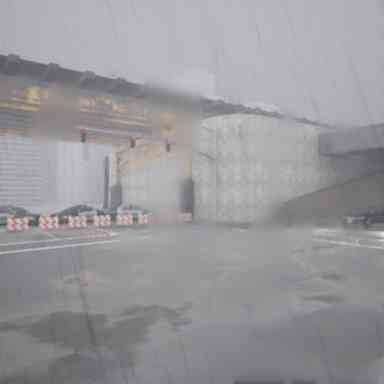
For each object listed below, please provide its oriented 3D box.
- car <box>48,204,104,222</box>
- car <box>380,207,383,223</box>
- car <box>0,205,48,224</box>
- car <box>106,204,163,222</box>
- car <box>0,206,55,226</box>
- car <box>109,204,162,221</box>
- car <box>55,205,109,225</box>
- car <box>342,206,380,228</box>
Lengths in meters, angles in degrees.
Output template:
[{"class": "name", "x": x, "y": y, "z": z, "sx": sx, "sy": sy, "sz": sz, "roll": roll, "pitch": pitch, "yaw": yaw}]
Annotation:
[{"class": "car", "x": -9.262, "y": 1.677, "z": 27.006, "sx": 1.853, "sy": 1.218, "sz": 4.536, "roll": 0, "pitch": -1, "yaw": 21}, {"class": "car", "x": 14.919, "y": 1.854, "z": 22.333, "sx": 4.674, "sy": 1.442, "sz": 1.812, "roll": 1, "pitch": -1, "yaw": -34}, {"class": "car", "x": -13.213, "y": 1.637, "z": 24.484, "sx": 4.536, "sy": 1.218, "sz": 1.853, "roll": 0, "pitch": -1, "yaw": 11}, {"class": "car", "x": -5.177, "y": 1.890, "z": 30.503, "sx": 4.974, "sy": 1.542, "sz": 2.038, "roll": 0, "pitch": -1, "yaw": -4}, {"class": "car", "x": -13.162, "y": 1.794, "z": 24.472, "sx": 4.974, "sy": 1.542, "sz": 2.038, "roll": 0, "pitch": -1, "yaw": 11}, {"class": "car", "x": -5.228, "y": 1.732, "z": 30.501, "sx": 4.536, "sy": 1.218, "sz": 1.853, "roll": 0, "pitch": -1, "yaw": -4}, {"class": "car", "x": -9.280, "y": 1.834, "z": 26.955, "sx": 2.038, "sy": 1.542, "sz": 4.974, "roll": 0, "pitch": -1, "yaw": 21}, {"class": "car", "x": 13.556, "y": 1.869, "z": 25.634, "sx": 4.902, "sy": 1.511, "sz": 2.128, "roll": 1, "pitch": -1, "yaw": -34}]
